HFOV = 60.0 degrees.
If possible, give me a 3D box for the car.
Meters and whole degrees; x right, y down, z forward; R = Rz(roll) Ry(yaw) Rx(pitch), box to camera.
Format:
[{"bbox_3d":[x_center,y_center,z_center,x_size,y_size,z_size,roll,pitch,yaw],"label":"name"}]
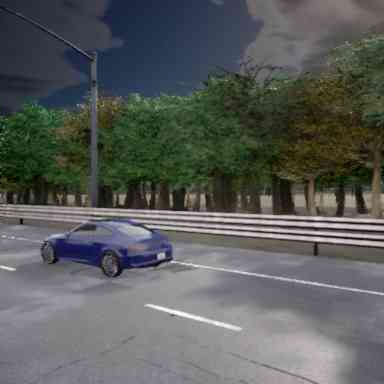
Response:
[{"bbox_3d":[-2.696,1.550,10.196,4.674,1.442,1.812,0,0,35],"label":"car"}]
